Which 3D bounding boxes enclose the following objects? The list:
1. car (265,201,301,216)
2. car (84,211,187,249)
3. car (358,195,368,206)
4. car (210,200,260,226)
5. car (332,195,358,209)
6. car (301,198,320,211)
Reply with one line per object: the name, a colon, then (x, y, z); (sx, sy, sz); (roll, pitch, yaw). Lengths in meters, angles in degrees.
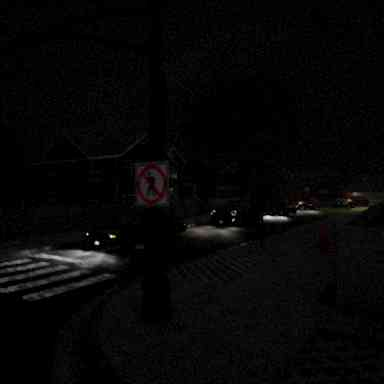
car: (8.575, 1.530, 31.891); (1.994, 1.385, 4.181); (-1, 0, 34)
car: (-2.330, 1.619, 15.395); (2.033, 1.411, 5.357); (-1, 0, 33)
car: (25.533, 1.255, 50.872); (1.882, 1.535, 5.008); (-1, 0, 38)
car: (3.107, 1.372, 23.646); (2.097, 1.767, 4.553); (-1, 0, 33)
car: (19.273, 1.396, 42.473); (2.033, 1.411, 5.357); (-1, 0, 35)
car: (14.130, 1.434, 40.188); (1.812, 1.442, 4.674); (-1, 0, 34)
